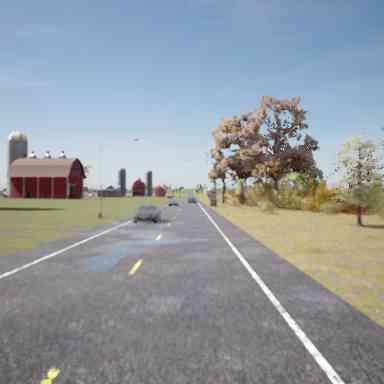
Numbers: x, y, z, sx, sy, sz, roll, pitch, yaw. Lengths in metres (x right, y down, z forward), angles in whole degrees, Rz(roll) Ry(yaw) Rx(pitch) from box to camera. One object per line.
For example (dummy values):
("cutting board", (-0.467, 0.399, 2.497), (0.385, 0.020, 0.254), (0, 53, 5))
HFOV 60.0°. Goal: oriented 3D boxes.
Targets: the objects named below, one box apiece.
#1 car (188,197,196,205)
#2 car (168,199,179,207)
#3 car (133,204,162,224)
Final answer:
("car", (0.003, 2.060, 74.062), (2.128, 1.511, 4.902), (0, 0, 0))
("car", (-3.510, 2.103, 63.267), (2.033, 1.411, 5.357), (0, 0, 0))
("car", (-3.540, 1.747, 26.955), (1.837, 1.490, 4.892), (0, -1, 0))
